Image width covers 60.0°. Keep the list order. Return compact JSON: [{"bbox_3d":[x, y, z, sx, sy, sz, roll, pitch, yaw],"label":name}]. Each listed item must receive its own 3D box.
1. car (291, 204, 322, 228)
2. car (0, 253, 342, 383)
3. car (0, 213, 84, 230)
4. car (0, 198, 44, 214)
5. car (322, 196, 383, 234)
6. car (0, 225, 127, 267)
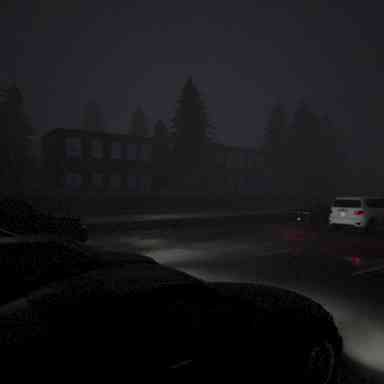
[{"bbox_3d":[8.900,1.557,22.957,4.902,1.511,2.128,0,0,-35],"label":"car"},{"bbox_3d":[-0.365,1.531,3.483,4.674,1.442,1.812,0,0,-35],"label":"car"},{"bbox_3d":[-5.408,1.492,8.487,4.902,1.511,2.128,0,0,-35],"label":"car"},{"bbox_3d":[-6.665,1.227,11.887,5.566,2.045,2.150,0,0,-35],"label":"car"},{"bbox_3d":[10.456,1.285,19.771,5.566,2.045,2.150,0,0,-35],"label":"car"},{"bbox_3d":[-2.786,1.529,6.057,4.674,1.442,1.812,0,0,-35],"label":"car"}]
